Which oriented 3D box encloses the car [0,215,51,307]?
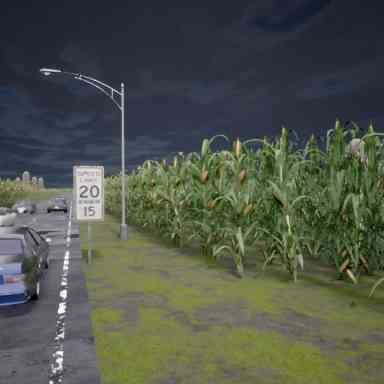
[{"bbox_3d":[-4.506,1.548,7.909,2.033,1.411,5.357,0,0,-20],"label":"car"}]

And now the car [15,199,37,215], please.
[{"bbox_3d":[-16.382,1.496,32.650,2.128,1.511,4.902,0,0,-19],"label":"car"}]

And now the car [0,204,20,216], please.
[{"bbox_3d":[-11.723,1.618,19.577,1.895,1.301,4.718,0,0,-20],"label":"car"}]

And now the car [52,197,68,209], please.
[{"bbox_3d":[-18.102,1.469,45.788,1.837,1.490,4.892,0,0,-20],"label":"car"}]

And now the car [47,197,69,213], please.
[{"bbox_3d":[-14.656,1.542,36.339,1.994,1.385,4.181,0,0,-19],"label":"car"}]
